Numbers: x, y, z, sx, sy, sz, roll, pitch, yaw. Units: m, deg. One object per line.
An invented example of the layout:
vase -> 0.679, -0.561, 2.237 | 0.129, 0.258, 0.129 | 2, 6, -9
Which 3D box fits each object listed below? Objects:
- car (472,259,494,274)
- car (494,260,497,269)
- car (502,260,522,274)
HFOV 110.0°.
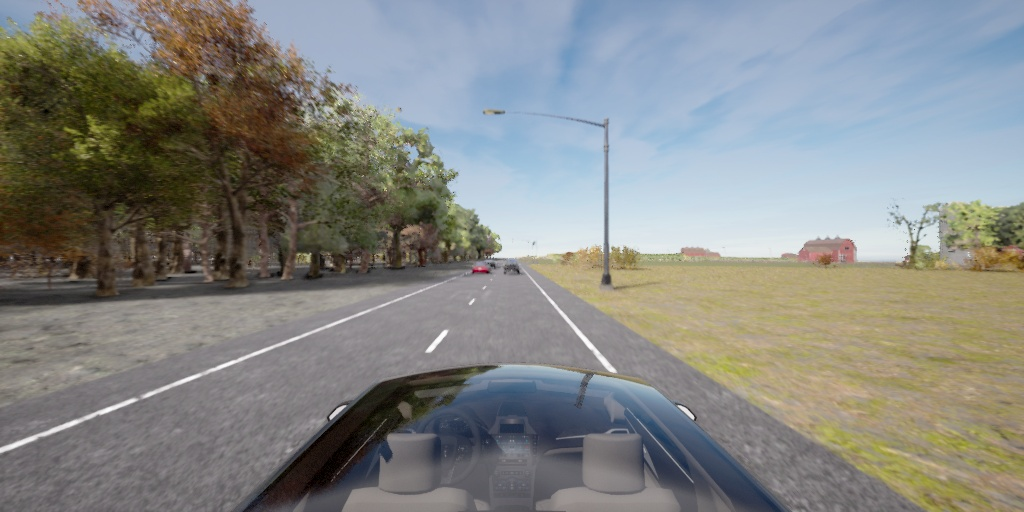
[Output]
car -> -3.497, 1.341, 41.369 | 1.994, 1.385, 4.181 | 0, 0, 0
car -> -3.464, 1.259, 57.201 | 1.882, 1.535, 5.008 | 0, 0, 0
car -> -0.002, 1.283, 41.039 | 1.837, 1.490, 4.892 | 0, 0, 0
